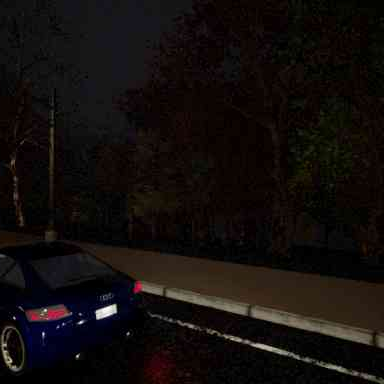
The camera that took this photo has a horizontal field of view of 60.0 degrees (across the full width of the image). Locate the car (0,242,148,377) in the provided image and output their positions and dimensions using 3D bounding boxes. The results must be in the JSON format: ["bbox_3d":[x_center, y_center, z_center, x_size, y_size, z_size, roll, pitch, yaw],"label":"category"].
[{"bbox_3d":[-2.747,1.563,5.628,4.181,1.385,1.994,0,0,37],"label":"car"}]
